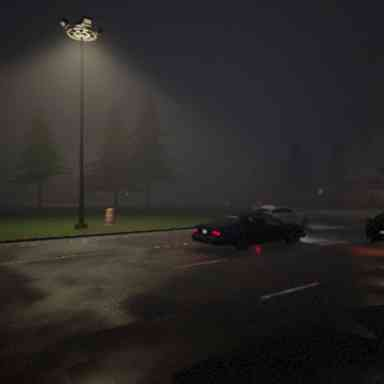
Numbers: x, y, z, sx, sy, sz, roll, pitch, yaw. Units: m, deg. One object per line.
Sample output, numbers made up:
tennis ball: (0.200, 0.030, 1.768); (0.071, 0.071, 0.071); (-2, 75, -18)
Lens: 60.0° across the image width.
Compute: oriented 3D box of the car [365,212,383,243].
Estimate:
car: (9.860, 1.512, 15.093); (5.008, 1.535, 1.882); (0, 0, -35)

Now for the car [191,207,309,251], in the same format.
car: (2.541, 1.569, 14.197); (5.357, 1.411, 2.033); (0, 0, -35)
